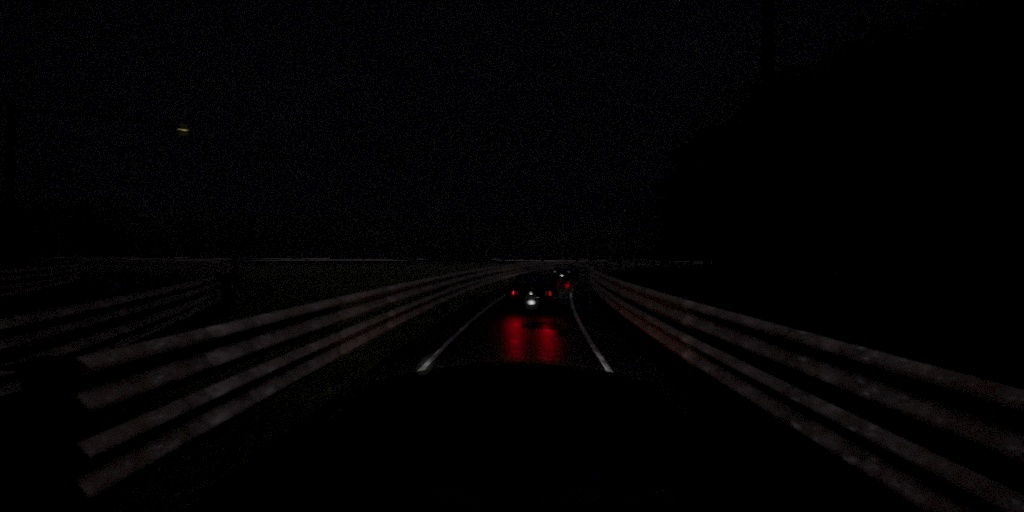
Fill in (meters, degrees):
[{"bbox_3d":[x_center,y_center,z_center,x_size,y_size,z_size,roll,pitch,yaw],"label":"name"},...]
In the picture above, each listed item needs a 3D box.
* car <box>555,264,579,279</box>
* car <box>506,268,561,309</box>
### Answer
[{"bbox_3d":[5.054,1.413,33.346,1.895,1.301,4.718,0,0,18],"label":"car"},{"bbox_3d":[0.992,1.366,15.010,1.895,1.301,4.718,0,0,7],"label":"car"}]
